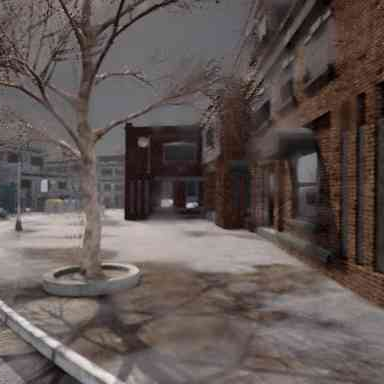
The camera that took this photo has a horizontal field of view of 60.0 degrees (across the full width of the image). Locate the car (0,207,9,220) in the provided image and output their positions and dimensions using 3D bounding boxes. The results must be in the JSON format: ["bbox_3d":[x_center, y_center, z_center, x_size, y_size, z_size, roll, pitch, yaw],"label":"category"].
[{"bbox_3d":[-20.126,2.163,33.070,1.812,1.442,4.674,0,-1,1],"label":"car"}]
